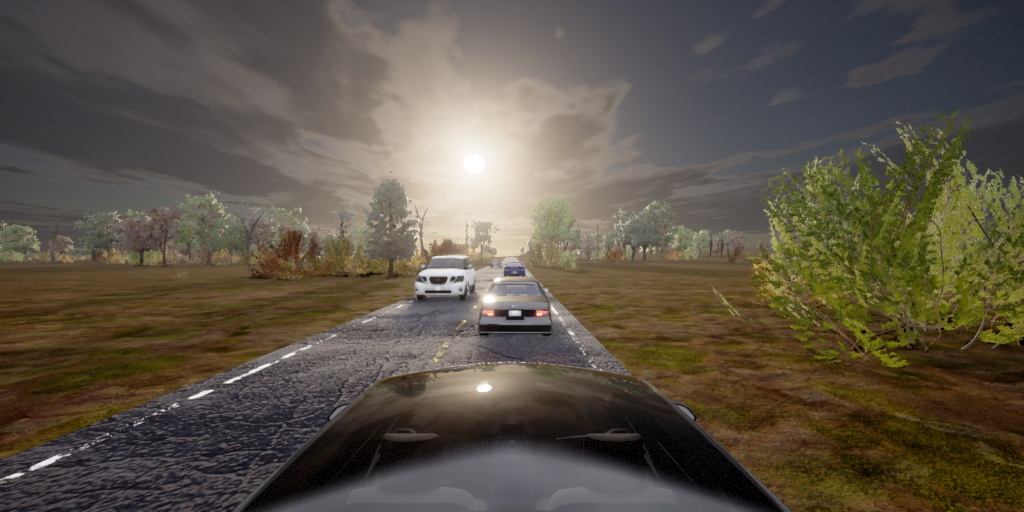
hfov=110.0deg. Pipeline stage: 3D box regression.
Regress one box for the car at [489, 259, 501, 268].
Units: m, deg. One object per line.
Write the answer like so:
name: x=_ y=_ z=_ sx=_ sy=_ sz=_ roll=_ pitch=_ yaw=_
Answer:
car: x=-2.752 y=1.250 z=61.078 sx=2.128 sy=1.511 sz=4.902 roll=0 pitch=0 yaw=0

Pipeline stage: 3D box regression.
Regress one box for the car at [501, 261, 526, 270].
car: x=0.228 y=1.221 z=32.578 sx=1.882 sy=1.535 sz=5.008 roll=0 pitch=0 yaw=0

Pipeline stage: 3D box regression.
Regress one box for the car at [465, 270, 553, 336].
car: x=0.118 y=1.298 z=10.355 sx=2.033 sy=1.411 sz=5.357 roll=0 pitch=0 yaw=1

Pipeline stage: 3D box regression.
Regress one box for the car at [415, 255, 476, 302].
car: x=-3.036 y=0.971 z=17.489 sx=2.150 sy=2.045 sz=5.566 roll=0 pitch=0 yaw=0
